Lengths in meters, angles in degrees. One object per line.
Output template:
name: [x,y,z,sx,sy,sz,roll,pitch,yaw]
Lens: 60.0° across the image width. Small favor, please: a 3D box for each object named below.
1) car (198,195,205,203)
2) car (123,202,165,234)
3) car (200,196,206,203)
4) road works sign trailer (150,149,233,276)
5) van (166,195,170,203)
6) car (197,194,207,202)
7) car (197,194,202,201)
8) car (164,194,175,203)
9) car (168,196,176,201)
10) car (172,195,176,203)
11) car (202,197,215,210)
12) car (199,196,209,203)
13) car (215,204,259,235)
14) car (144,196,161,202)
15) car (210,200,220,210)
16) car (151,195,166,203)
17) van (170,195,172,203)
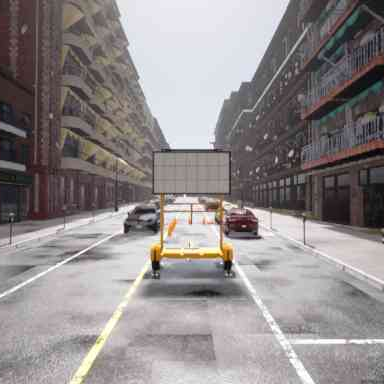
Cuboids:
car: [2.571,1.685,62.942,1.887,1.381,4.507,1,0,0]
car: [-2.754,1.547,19.538,1.812,1.442,4.674,0,0,0]
car: [2.574,1.635,46.350,2.008,1.369,4.403,1,0,0]
road works sign trailer: [-0.012,0.473,10.368,2.380,3.560,2.880,0,0,0]
van: [-5.303,1.460,57.470,1.690,1.788,3.998,2,0,0]
car: [2.536,1.552,85.066,2.192,1.841,5.009,1,0,0]
car: [2.569,1.707,68.472,1.887,1.381,4.507,1,0,0]
car: [-5.308,1.527,79.593,2.192,1.841,5.009,1,0,0]
car: [-5.317,1.831,90.654,1.947,1.339,4.313,1,0,0]
car: [-5.307,1.502,74.063,2.192,1.841,5.009,1,0,0]
car: [2.575,1.614,40.818,1.887,1.381,4.507,1,0,0]
car: [2.578,1.627,74.004,1.967,1.590,4.097,1,0,0]
car: [2.581,1.565,18.696,1.887,1.381,4.507,1,0,0]
car: [-5.304,1.595,40.710,1.752,1.417,4.829,2,0,0]
car: [2.580,1.555,24.398,1.752,1.417,4.829,1,0,0]
car: [-5.300,1.400,46.412,2.192,1.841,5.009,2,0,0]
van: [-5.305,1.482,63.002,1.690,1.788,3.998,1,0,0]
